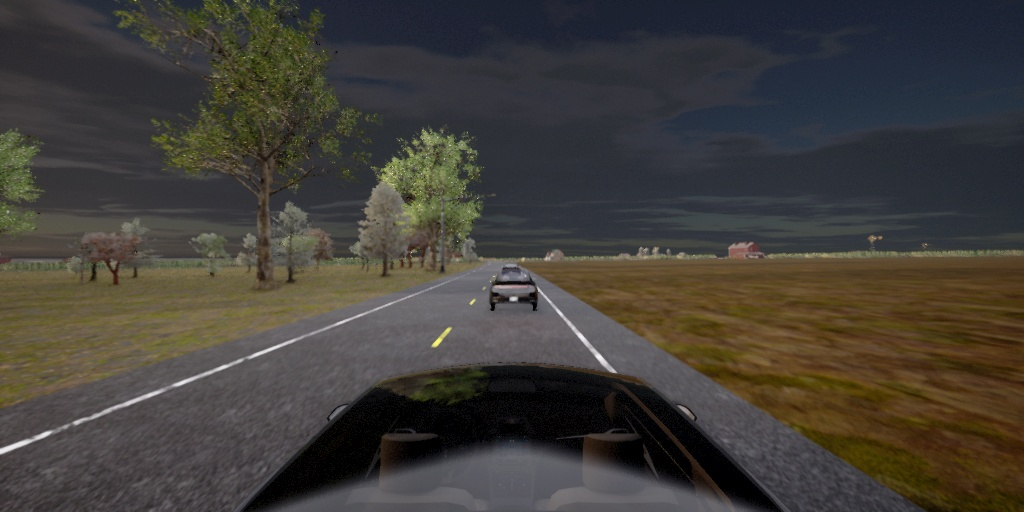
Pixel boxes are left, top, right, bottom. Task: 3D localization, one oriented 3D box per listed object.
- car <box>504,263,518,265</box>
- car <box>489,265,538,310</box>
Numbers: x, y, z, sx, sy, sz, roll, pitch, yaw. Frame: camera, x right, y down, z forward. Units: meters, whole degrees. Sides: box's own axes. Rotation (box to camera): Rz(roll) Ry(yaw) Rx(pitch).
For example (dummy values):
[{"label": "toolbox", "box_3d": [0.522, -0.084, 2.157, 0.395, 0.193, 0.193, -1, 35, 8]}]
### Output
[{"label": "car", "box_3d": [-0.113, 1.442, 37.070, 1.882, 1.535, 5.008, 0, 0, -1]}, {"label": "car", "box_3d": [0.058, 1.319, 15.102, 2.128, 1.511, 4.902, 0, 0, 0]}]
